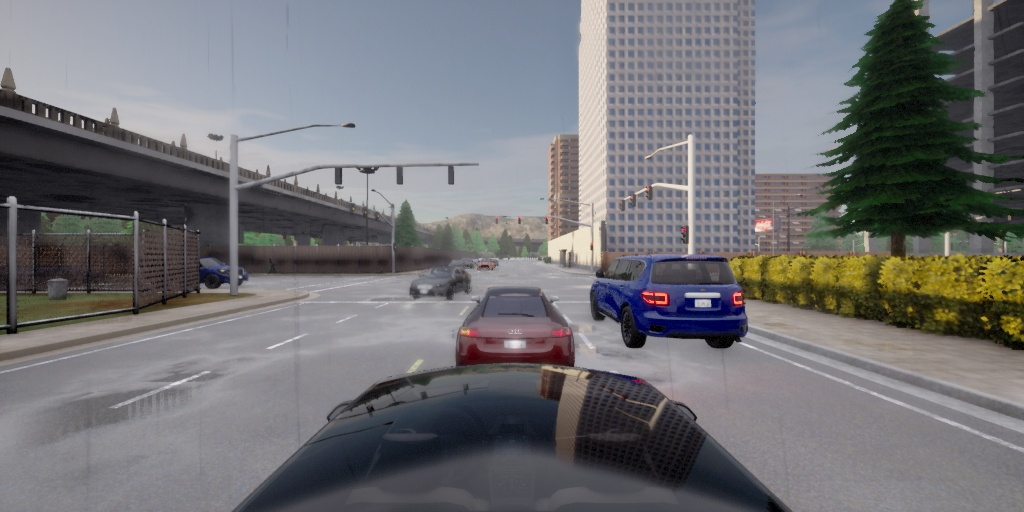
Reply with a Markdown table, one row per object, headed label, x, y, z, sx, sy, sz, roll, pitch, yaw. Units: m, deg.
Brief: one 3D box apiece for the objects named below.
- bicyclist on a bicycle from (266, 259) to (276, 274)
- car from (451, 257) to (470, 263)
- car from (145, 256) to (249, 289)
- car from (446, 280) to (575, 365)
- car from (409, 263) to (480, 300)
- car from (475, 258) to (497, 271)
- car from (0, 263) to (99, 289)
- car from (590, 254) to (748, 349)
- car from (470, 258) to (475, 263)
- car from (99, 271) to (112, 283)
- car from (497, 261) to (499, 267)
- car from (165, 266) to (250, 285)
| label | x | y | z | sx | sy | sz | roll | pitch | yaw |
| --- | --- | --- | --- | --- | --- | --- | --- | --- | --- |
| bicyclist on a bicycle | -25.293 | 1.106 | 37.661 | 0.582 | 1.620 | 1.656 | 0 | 0 | 0 |
| car | -7.088 | 1.254 | 46.694 | 1.837 | 1.490 | 4.892 | 0 | 0 | 0 |
| car | -20.320 | 1.028 | 23.188 | 5.566 | 2.045 | 2.150 | 0 | 0 | 0 |
| car | 0.064 | 1.314 | 7.465 | 1.994 | 1.385 | 4.181 | 0 | 0 | 0 |
| car | -3.352 | 1.255 | 17.561 | 2.128 | 1.511 | 4.902 | 0 | -1 | 9 |
| car | -3.581 | 1.102 | 49.836 | 2.097 | 1.767 | 4.553 | 0 | 0 | 0 |
| car | -30.709 | 1.353 | 23.168 | 5.357 | 1.411 | 2.033 | 0 | 0 | 0 |
| car | 3.570 | 0.971 | 9.331 | 2.150 | 2.045 | 5.566 | 0 | 0 | 1 |
| car | -7.083 | 1.102 | 55.578 | 2.097 | 1.767 | 4.553 | 0 | 0 | 0 |
| car | -33.244 | 1.353 | 26.663 | 5.357 | 1.411 | 2.033 | 0 | 0 | 0 |
| car | -3.576 | 1.241 | 58.908 | 2.128 | 1.511 | 4.902 | 0 | 0 | 0 |
| car | -22.574 | 1.406 | 26.684 | 4.718 | 1.301 | 1.895 | 0 | 0 | 0 |
